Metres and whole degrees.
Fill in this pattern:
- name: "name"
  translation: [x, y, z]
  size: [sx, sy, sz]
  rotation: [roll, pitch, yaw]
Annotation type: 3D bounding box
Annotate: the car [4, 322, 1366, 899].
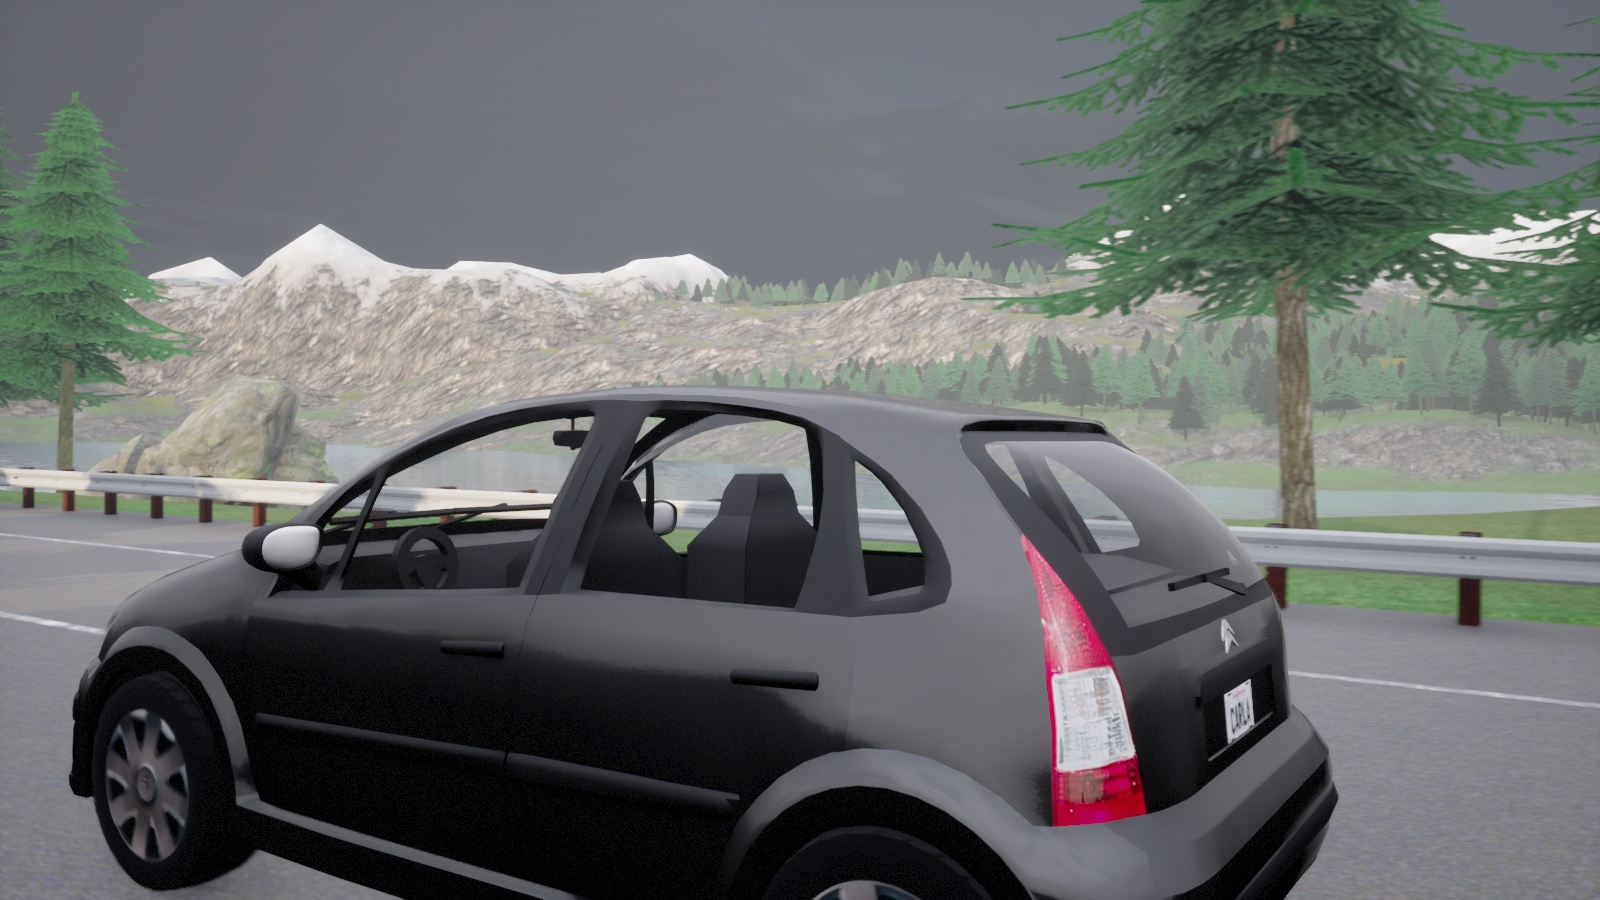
- name: "car"
  translation: [-0.535, 0.580, 3.969]
  size: [3.988, 1.617, 1.851]
  rotation: [0, 1, 33]
